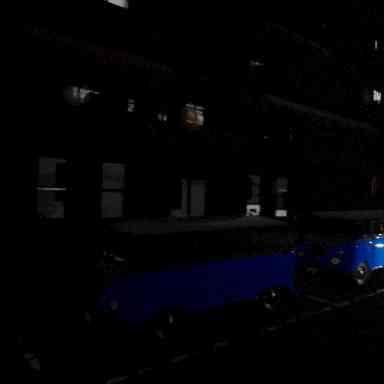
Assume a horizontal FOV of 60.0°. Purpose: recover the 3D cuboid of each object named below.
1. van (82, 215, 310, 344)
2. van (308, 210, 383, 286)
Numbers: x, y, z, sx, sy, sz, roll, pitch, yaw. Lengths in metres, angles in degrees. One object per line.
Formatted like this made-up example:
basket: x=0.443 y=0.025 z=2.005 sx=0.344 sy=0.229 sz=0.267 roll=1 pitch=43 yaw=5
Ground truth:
van: x=0.163 y=1.371 z=6.180 sx=3.998 sy=1.788 sz=1.690 roll=1 pitch=1 yaw=-35
van: x=4.671 y=1.421 z=9.387 sx=3.998 sy=1.788 sz=1.690 roll=1 pitch=1 yaw=-35
